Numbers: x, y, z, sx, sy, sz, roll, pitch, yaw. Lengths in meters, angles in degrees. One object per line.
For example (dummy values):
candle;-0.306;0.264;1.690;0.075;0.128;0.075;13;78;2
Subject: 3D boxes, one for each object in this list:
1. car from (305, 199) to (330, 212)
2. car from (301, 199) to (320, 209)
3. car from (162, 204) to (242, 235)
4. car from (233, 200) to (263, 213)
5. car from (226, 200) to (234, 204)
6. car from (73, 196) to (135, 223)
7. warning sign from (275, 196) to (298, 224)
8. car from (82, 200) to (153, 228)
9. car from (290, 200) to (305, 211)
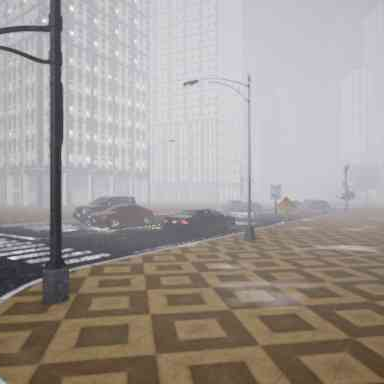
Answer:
car;16.519;1.744;42.988;1.882;1.535;5.008;0;0;33
car;18.880;1.835;52.929;1.837;1.490;4.892;0;0;31
car;0.567;1.637;19.484;2.033;1.411;5.357;0;0;37
car;7.194;1.809;40.885;1.994;1.385;4.181;0;0;34
car;5.637;1.792;44.395;1.812;1.442;4.674;0;0;34
car;-6.636;1.350;26.339;2.150;2.045;5.566;0;0;34
warning sign;6.566;1.239;23.139;1.300;1.860;1.060;0;0;34
car;-4.819;1.587;23.234;1.882;1.535;5.008;0;0;34
car;13.623;1.800;44.489;1.812;1.442;4.674;0;0;34
